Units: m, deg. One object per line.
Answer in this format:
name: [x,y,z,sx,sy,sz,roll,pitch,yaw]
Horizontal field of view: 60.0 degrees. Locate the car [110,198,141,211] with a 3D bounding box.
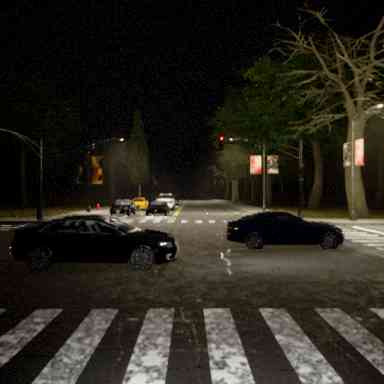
car: [-6.586,1.487,32.062,2.128,1.511,4.902,0,0,0]

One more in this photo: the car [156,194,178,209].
car: [-3.332,1.237,42.062,2.150,2.045,5.566,0,0,0]

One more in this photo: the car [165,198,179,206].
car: [-3.319,1.689,55.863,1.895,1.301,4.718,0,0,0]

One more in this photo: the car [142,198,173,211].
car: [-3.326,1.560,32.705,1.994,1.385,4.181,0,0,1]

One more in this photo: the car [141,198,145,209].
car: [-6.581,1.491,41.562,1.882,1.535,5.008,0,0,0]

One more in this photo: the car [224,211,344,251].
car: [3.658,1.520,13.488,4.674,1.442,1.812,0,0,-1]

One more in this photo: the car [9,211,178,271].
car: [-2.893,1.477,10.189,4.902,1.511,2.128,0,0,0]

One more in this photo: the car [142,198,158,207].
car: [-6.573,1.631,52.634,1.994,1.385,4.181,0,0,0]
